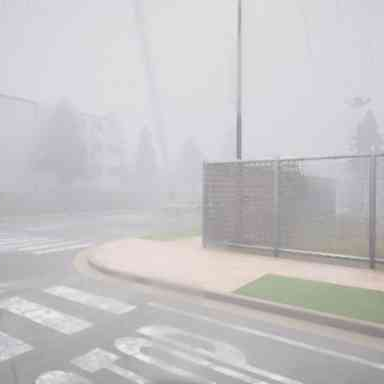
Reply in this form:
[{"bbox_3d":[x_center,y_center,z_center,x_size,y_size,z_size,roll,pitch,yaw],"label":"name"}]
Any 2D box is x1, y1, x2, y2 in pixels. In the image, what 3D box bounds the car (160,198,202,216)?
[{"bbox_3d":[-0.943,1.354,30.987,1.882,1.535,5.008,0,0,35],"label":"car"}]
